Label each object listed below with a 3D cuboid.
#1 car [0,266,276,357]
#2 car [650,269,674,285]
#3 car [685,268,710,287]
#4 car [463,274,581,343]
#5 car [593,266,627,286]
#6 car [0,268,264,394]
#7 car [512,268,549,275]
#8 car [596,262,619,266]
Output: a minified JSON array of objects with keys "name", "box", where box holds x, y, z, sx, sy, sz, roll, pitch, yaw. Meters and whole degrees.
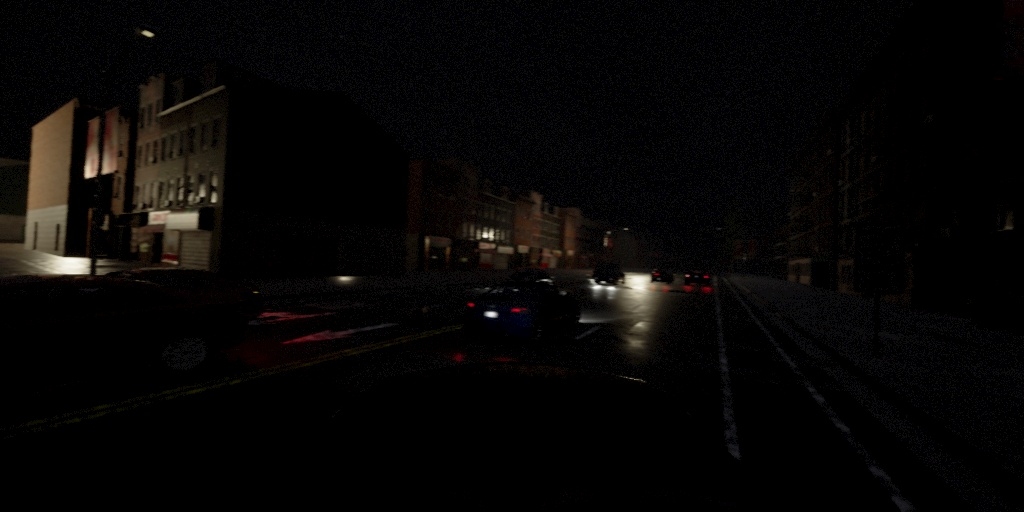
[{"name":"car","box":[-8.363,1.000,8.109,1.812,1.442,4.674,2,-1,30]},{"name":"car","box":[15.501,2.058,36.945,2.128,1.511,4.902,2,0,29]},{"name":"car","box":[18.701,2.032,36.074,2.097,1.767,4.553,2,0,30]},{"name":"car","box":[0.480,1.400,10.198,1.994,1.385,4.181,2,0,29]},{"name":"car","box":[8.943,1.852,32.280,2.033,1.411,5.357,2,0,30]},{"name":"car","box":[-6.531,0.997,4.743,1.882,1.535,5.008,2,0,29]},{"name":"car","box":[1.309,1.541,25.346,1.994,1.385,4.181,2,0,29]},{"name":"car","box":[11.538,1.702,43.347,2.150,2.045,5.566,2,0,29]}]
